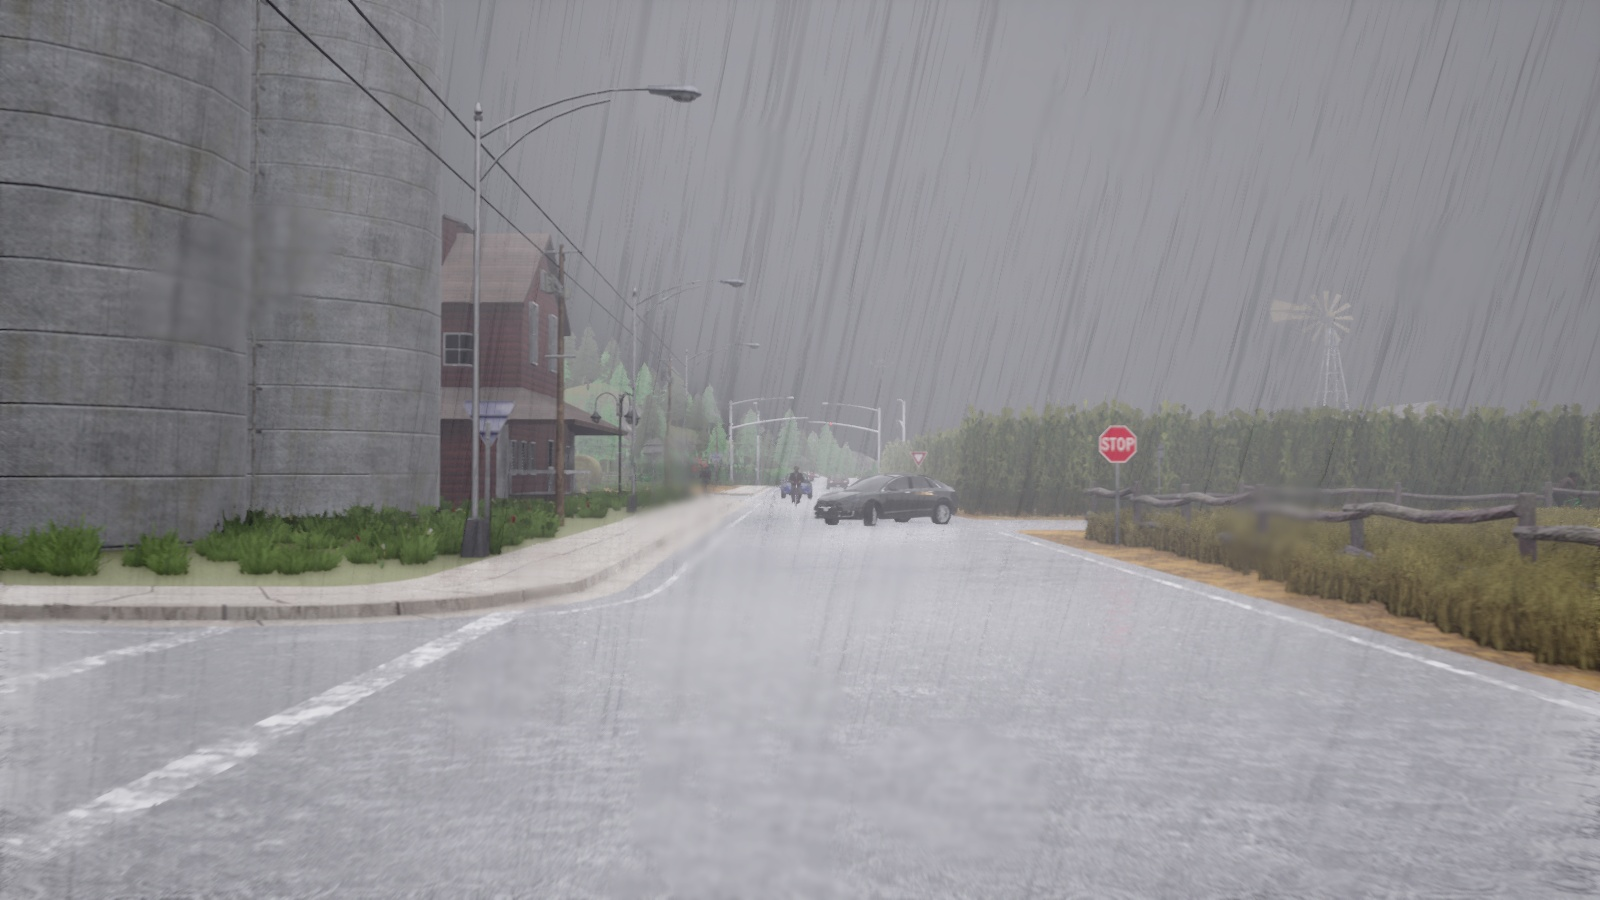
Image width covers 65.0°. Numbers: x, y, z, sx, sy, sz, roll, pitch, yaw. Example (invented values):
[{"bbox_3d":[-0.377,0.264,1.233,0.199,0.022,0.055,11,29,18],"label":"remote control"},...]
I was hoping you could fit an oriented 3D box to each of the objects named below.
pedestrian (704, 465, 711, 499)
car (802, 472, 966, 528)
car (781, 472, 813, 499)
[{"bbox_3d":[-5.161,1.788,70.342,0.376,1.854,0.720,0,-1,-6],"label":"pedestrian"},{"bbox_3d":[2.512,1.420,36.506,4.892,1.490,1.837,1,-2,-42],"label":"car"},{"bbox_3d":[-0.170,2.016,71.384,1.816,1.474,4.193,0,-1,0],"label":"car"}]
